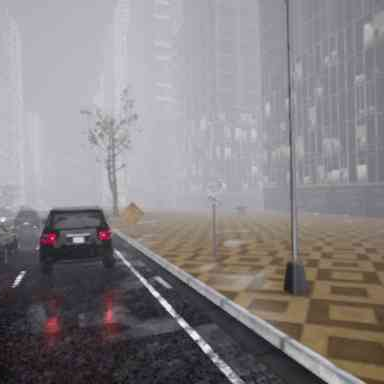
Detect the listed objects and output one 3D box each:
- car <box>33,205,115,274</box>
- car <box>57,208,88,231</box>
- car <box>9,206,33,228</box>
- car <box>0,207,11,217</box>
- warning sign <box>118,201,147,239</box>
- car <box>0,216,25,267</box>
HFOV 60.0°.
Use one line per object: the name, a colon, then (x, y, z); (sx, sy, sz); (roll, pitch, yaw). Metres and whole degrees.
car: (-4.126, 1.503, 11.970); (2.150, 2.045, 5.566); (-1, -1, -20)
car: (-9.683, 2.133, 27.034); (2.128, 1.511, 4.902); (-1, -1, -20)
car: (-13.138, 2.222, 27.038); (1.882, 1.535, 5.008); (-1, 0, -20)
car: (-29.098, 3.025, 51.105); (2.128, 1.511, 4.902); (-1, -1, -20)
warning sign: (-3.126, 1.436, 17.422); (1.300, 1.860, 1.060); (0, 0, -20)
car: (-7.789, 1.923, 12.584); (1.812, 1.442, 4.674); (-1, -1, -20)
